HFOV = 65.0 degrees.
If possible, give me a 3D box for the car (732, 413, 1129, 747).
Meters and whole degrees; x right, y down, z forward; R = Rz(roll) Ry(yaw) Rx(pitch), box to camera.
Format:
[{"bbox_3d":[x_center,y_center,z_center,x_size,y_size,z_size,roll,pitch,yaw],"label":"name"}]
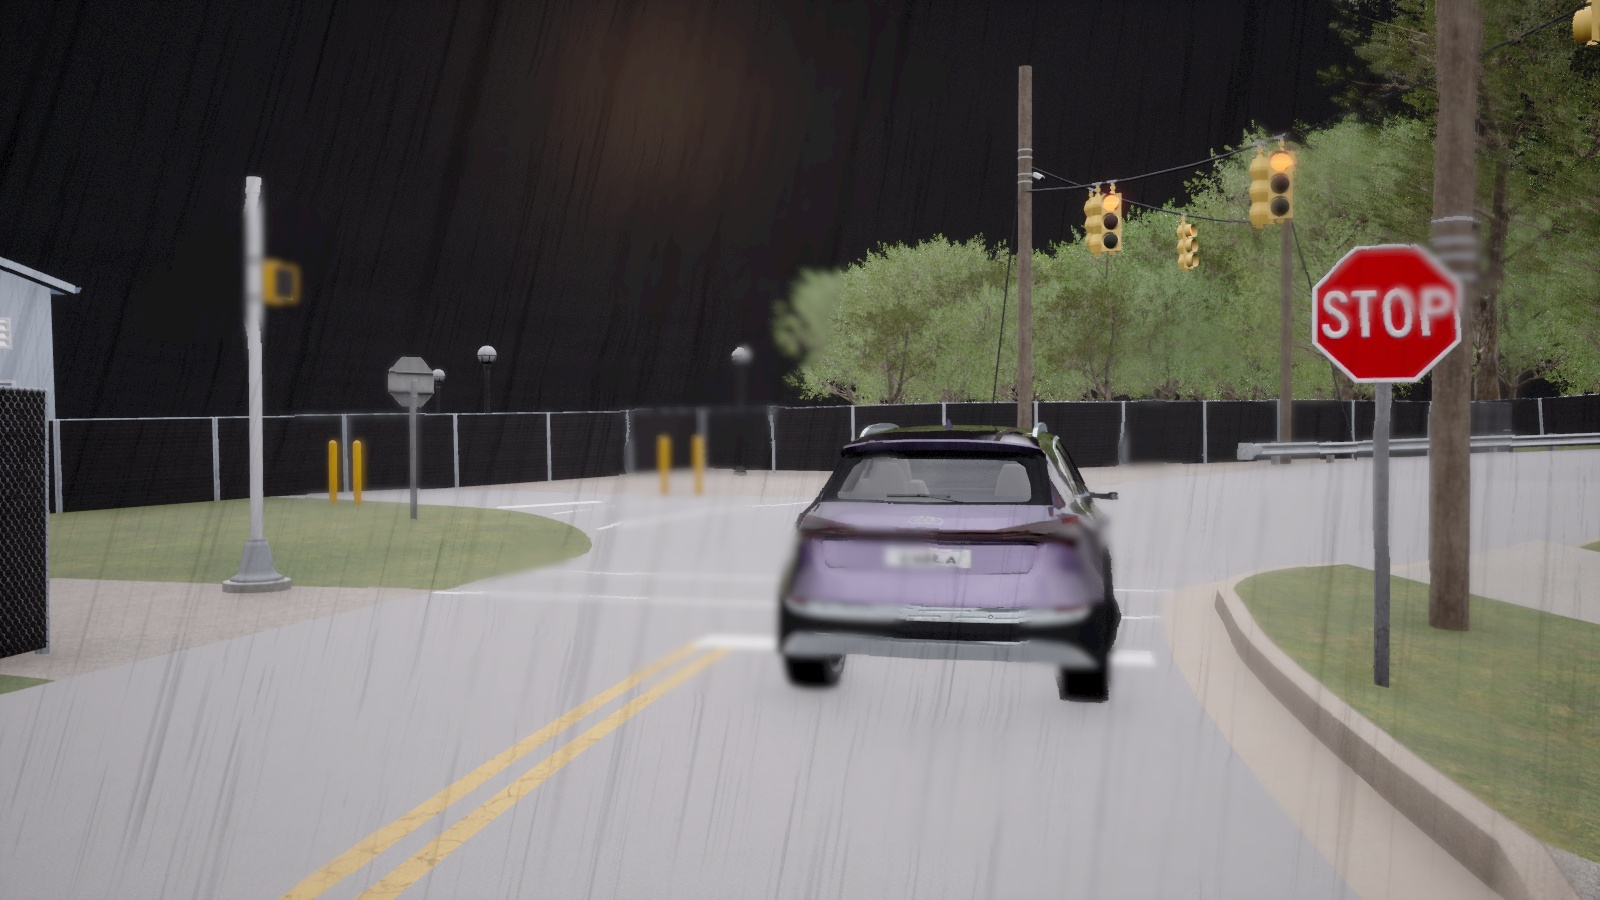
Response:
[{"bbox_3d":[1.199,0.626,8.790,2.033,1.649,4.856,0,0,14],"label":"car"}]
